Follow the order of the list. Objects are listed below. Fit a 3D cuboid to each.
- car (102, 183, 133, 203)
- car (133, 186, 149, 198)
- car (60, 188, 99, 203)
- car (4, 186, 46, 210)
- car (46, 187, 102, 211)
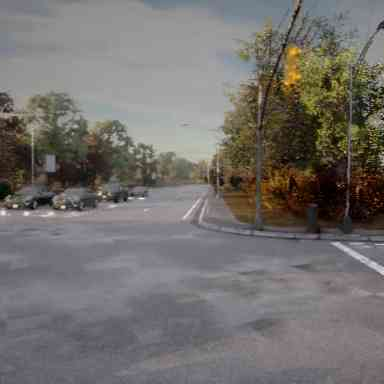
[{"bbox_3d":[-8.347,0.046,35.336,2.150,2.045,5.566,1,2,5],"label":"car"},{"bbox_3d":[-7.487,-0.017,47.966,1.837,1.490,4.892,1,1,4],"label":"car"},{"bbox_3d":[-11.853,0.307,35.411,2.033,1.411,5.357,1,2,4],"label":"car"},{"bbox_3d":[-12.462,0.372,25.961,2.097,1.767,4.553,1,2,4],"label":"car"},{"bbox_3d":[-8.966,0.439,25.782,2.097,1.767,4.553,1,2,4],"label":"car"}]
